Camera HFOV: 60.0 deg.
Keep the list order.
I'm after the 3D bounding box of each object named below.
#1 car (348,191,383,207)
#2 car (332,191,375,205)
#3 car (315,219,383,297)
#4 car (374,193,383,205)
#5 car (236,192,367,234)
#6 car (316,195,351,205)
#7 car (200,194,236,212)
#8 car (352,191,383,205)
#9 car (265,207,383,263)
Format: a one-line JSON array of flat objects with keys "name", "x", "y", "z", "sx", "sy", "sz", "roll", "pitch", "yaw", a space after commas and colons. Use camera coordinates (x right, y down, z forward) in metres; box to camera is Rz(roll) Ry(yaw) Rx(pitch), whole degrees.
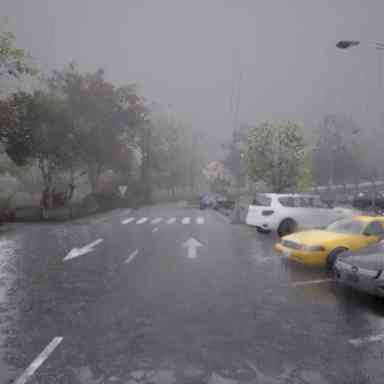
[{"name": "car", "x": 18.358, "y": 0.997, "z": 32.406, "sx": 2.435, "sy": 2.045, "sz": 5.566, "roll": 0, "pitch": 1, "yaw": -21}, {"name": "car", "x": 23.982, "y": 0.875, "z": 49.547, "sx": 2.435, "sy": 2.045, "sz": 5.566, "roll": 0, "pitch": 0, "yaw": -21}, {"name": "car", "x": 5.382, "y": 1.468, "z": 7.384, "sx": 4.674, "sy": 1.452, "sz": 2.002, "roll": 1, "pitch": 1, "yaw": -20}, {"name": "car", "x": 30.038, "y": 1.002, "z": 49.713, "sx": 2.185, "sy": 1.767, "sz": 4.553, "roll": 0, "pitch": -1, "yaw": -22}, {"name": "car", "x": 5.390, "y": 1.109, "z": 16.416, "sx": 5.566, "sy": 2.045, "sz": 2.435, "roll": 1, "pitch": 0, "yaw": -20}, {"name": "car", "x": 20.959, "y": 1.155, "z": 49.468, "sx": 2.163, "sy": 1.488, "sz": 4.792, "roll": 0, "pitch": 0, "yaw": -21}, {"name": "car", "x": 2.841, "y": 1.090, "z": 34.863, "sx": 2.097, "sy": 1.767, "sz": 4.553, "roll": 1, "pitch": 1, "yaw": 37}, {"name": "car", "x": 27.042, "y": 0.875, "z": 49.584, "sx": 2.435, "sy": 2.045, "sz": 5.566, "roll": 0, "pitch": 0, "yaw": -22}, {"name": "car", "x": 5.200, "y": 1.401, "z": 10.325, "sx": 5.366, "sy": 1.575, "sz": 1.946, "roll": 1, "pitch": 1, "yaw": -20}]
